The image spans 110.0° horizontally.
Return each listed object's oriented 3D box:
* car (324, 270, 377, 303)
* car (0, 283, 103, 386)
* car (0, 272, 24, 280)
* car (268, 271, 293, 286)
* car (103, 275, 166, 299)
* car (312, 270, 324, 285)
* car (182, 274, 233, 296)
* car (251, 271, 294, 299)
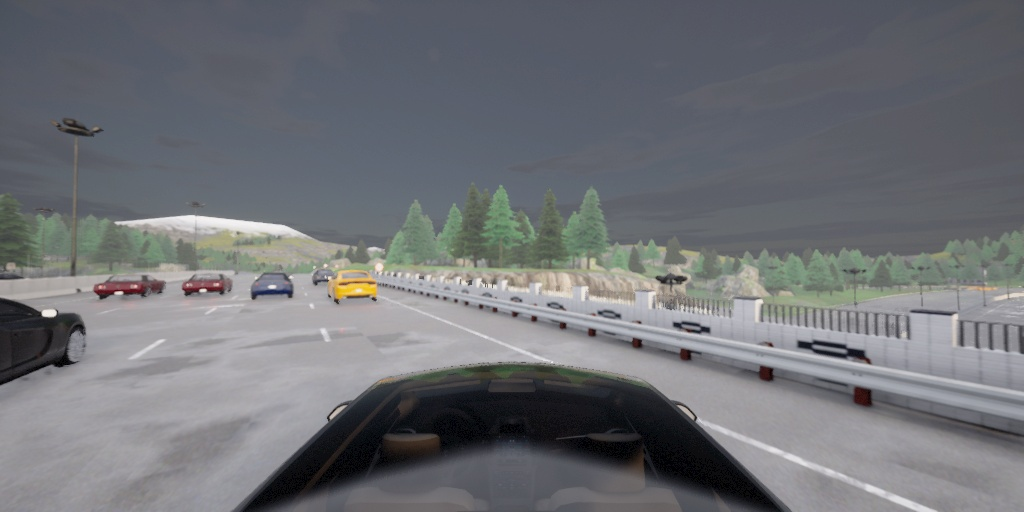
[{"bbox_3d":[-8.357,1.495,18.617,1.882,1.535,5.008,0,-1,-32],"label":"car"},{"bbox_3d":[-8.146,1.261,4.905,1.882,1.535,5.008,0,-1,-32],"label":"car"},{"bbox_3d":[-37.473,1.864,25.592,2.128,1.511,4.902,0,-2,-31],"label":"car"},{"bbox_3d":[-22.337,2.093,34.676,1.895,1.301,4.718,0,-2,-32],"label":"car"},{"bbox_3d":[-22.186,1.747,21.062,1.895,1.301,4.718,0,-2,-32],"label":"car"},{"bbox_3d":[-17.760,1.987,33.914,2.033,1.411,5.357,0,-2,-32],"label":"car"},{"bbox_3d":[-19.075,1.766,22.685,1.895,1.301,4.718,0,-2,-32],"label":"car"},{"bbox_3d":[-13.761,1.651,20.723,1.994,1.385,4.181,0,-2,-32],"label":"car"}]
